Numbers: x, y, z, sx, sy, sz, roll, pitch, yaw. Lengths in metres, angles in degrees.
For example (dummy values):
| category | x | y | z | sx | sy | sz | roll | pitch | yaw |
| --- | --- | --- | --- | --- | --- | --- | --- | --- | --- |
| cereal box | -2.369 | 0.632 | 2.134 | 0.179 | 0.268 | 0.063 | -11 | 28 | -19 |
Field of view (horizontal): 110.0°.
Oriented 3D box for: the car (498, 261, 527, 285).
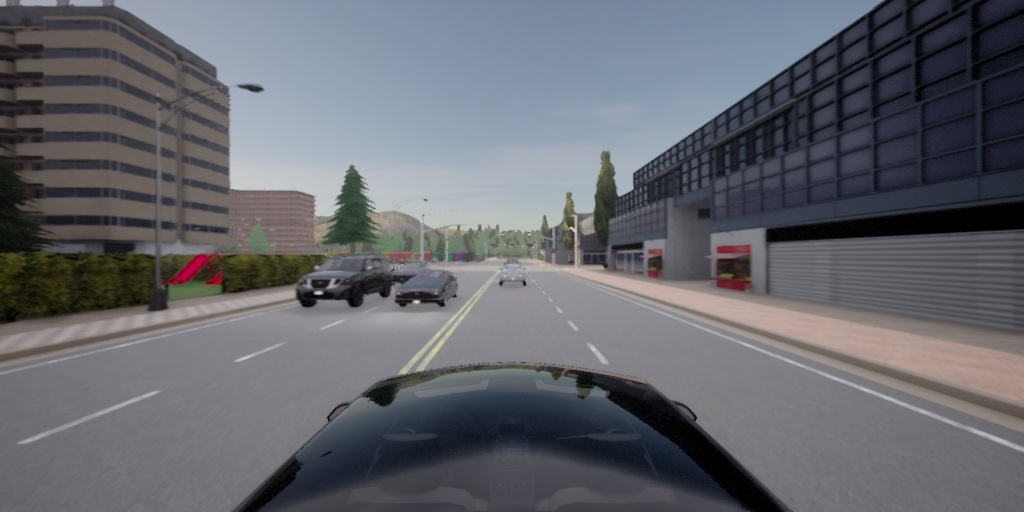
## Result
| category | x | y | z | sx | sy | sz | roll | pitch | yaw |
| --- | --- | --- | --- | --- | --- | --- | --- | --- | --- |
| car | 0.065 | 1.282 | 25.948 | 1.812 | 1.442 | 4.674 | 0 | 0 | 0 |

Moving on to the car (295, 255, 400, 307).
| category | x | y | z | sx | sy | sz | roll | pitch | yaw |
| --- | --- | --- | --- | --- | --- | --- | --- | --- | --- |
| car | -7.007 | 0.985 | 15.752 | 2.150 | 2.045 | 5.566 | 0 | 0 | 0 |

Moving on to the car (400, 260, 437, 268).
| category | x | y | z | sx | sy | sz | roll | pitch | yaw |
| --- | --- | --- | --- | --- | --- | --- | --- | --- | --- |
| car | -7.022 | 1.248 | 25.565 | 1.882 | 1.535 | 5.008 | 0 | 0 | 0 |

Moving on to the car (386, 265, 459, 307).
| category | x | y | z | sx | sy | sz | roll | pitch | yaw |
| --- | --- | --- | --- | --- | --- | --- | --- | --- | --- |
| car | -3.506 | 1.309 | 15.817 | 2.033 | 1.411 | 5.357 | 0 | 0 | 0 |

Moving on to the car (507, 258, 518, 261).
| category | x | y | z | sx | sy | sz | roll | pitch | yaw |
| --- | --- | --- | --- | --- | --- | --- | --- | --- | --- |
| car | 0.057 | 1.115 | 41.233 | 2.097 | 1.767 | 4.553 | 0 | 0 | 0 |
